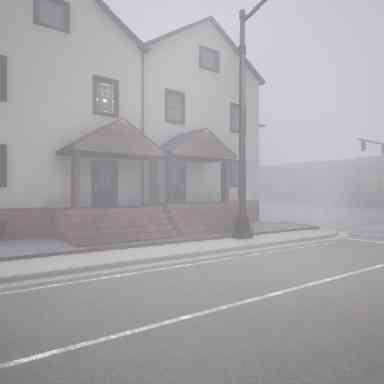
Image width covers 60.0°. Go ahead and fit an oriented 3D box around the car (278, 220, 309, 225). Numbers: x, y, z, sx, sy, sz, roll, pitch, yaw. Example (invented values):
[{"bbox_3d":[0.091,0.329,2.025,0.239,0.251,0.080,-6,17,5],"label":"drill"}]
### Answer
[{"bbox_3d":[8.721,3.432,31.104,1.837,1.490,4.892,-1,-13,-36],"label":"car"}]
